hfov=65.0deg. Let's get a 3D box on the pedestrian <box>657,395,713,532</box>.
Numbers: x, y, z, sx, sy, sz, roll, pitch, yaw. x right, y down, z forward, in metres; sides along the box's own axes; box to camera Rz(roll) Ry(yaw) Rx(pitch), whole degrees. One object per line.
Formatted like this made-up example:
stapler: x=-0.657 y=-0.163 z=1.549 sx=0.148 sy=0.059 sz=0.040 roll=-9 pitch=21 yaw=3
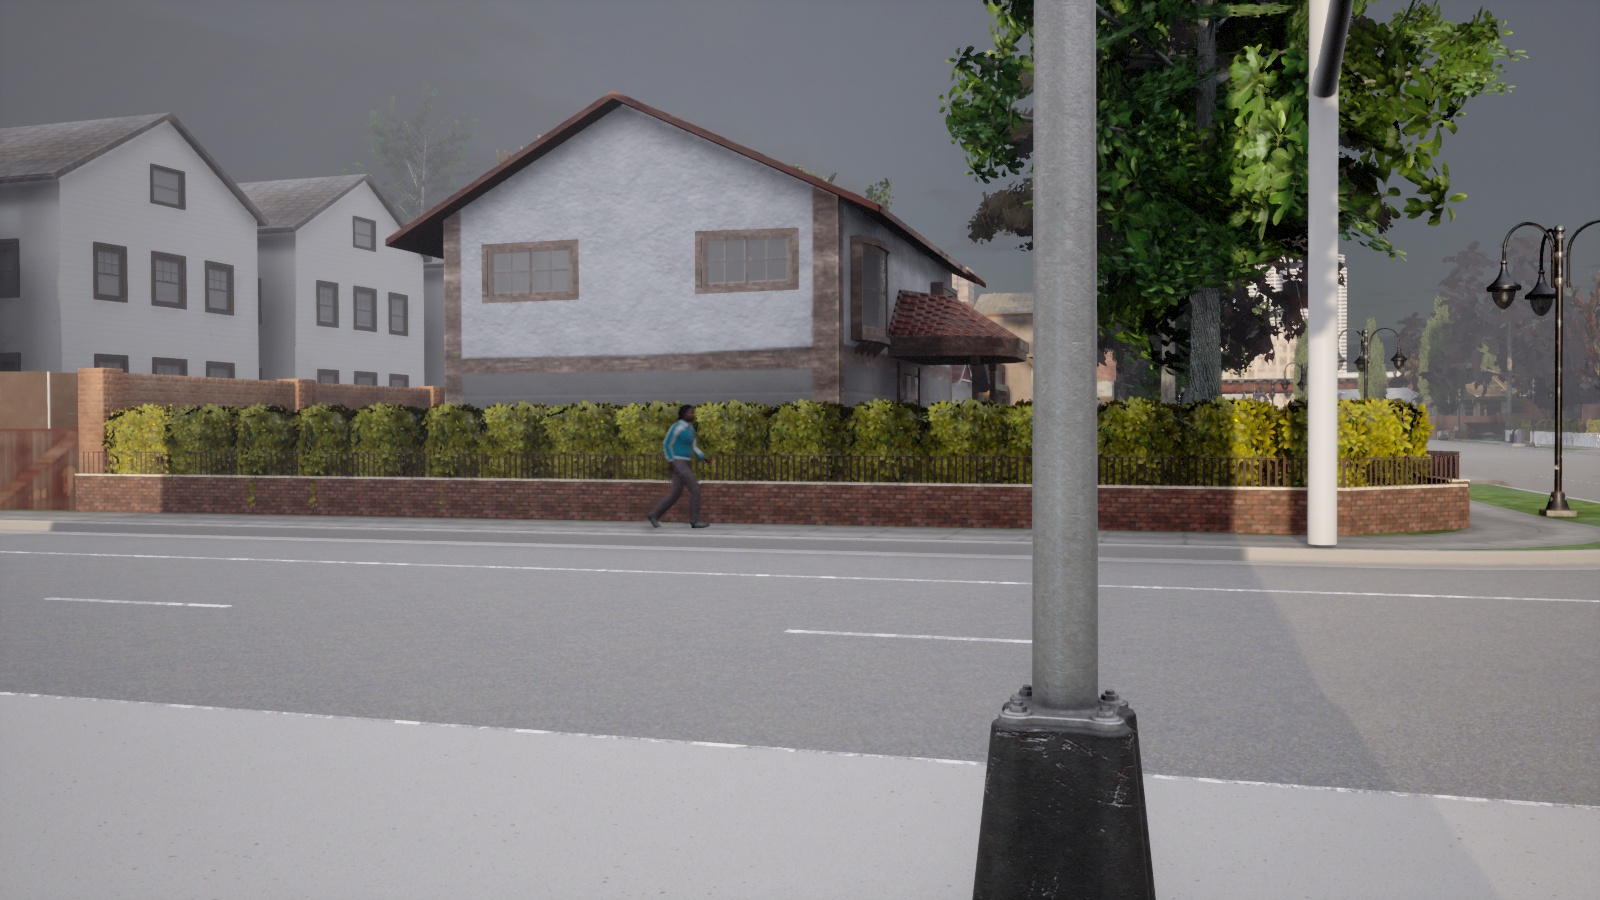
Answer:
pedestrian: x=-1.639 y=0.188 z=17.941 sx=0.692 sy=1.930 sz=0.396 roll=0 pitch=1 yaw=16
